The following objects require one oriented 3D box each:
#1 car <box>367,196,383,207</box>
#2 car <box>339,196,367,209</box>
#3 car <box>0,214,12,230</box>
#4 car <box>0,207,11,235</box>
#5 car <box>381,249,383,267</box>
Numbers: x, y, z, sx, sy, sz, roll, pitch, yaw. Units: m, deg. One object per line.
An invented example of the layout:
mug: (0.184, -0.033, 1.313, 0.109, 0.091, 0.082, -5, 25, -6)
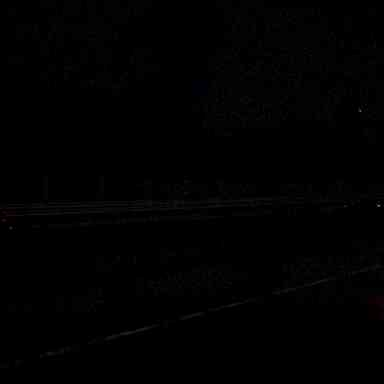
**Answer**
car: (21.199, 1.146, 35.516, 4.892, 1.490, 1.837, -1, 1, -33)
car: (19.347, 1.185, 38.501, 5.357, 1.411, 2.033, -1, 1, -34)
car: (-8.499, 1.486, 10.813, 4.902, 1.511, 2.128, 0, 0, -35)
car: (-12.277, 1.540, 16.722, 5.357, 1.411, 2.033, 0, 0, -36)
car: (6.966, 1.562, 8.638, 4.718, 1.301, 1.895, 0, 0, -35)
